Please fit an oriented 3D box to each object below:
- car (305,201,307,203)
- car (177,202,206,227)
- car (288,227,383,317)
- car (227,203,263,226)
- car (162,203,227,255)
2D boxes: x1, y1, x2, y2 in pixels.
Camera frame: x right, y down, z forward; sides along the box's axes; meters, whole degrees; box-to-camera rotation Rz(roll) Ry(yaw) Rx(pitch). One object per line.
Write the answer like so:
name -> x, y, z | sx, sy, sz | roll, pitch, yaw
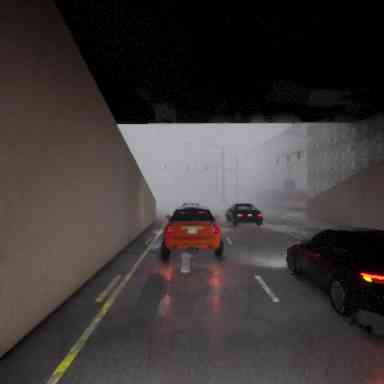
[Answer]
car -> 17.259, 1.309, 45.661 | 2.038, 1.542, 4.974 | 0, 0, 45
car -> -0.040, 1.467, 23.387 | 1.812, 1.442, 4.674 | 0, 0, 0
car -> 3.531, 1.501, 7.286 | 1.812, 1.442, 4.674 | 0, 0, 0
car -> 3.485, 1.483, 23.032 | 2.033, 1.411, 5.357 | 0, 0, -2
car -> 0.010, 1.318, 13.221 | 2.097, 1.767, 4.553 | 0, 0, 0
